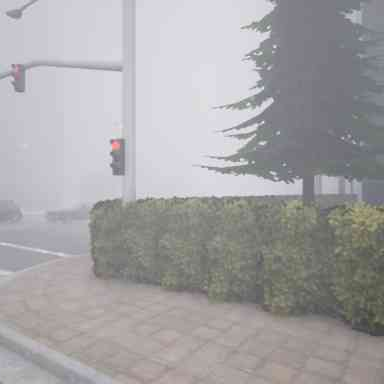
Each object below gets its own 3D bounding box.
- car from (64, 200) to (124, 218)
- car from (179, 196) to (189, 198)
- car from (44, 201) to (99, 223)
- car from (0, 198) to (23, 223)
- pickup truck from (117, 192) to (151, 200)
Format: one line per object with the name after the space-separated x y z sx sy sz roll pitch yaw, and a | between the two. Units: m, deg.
-9.025 1.551 31.141 2.033 1.411 5.357 0 0 35 | car
-1.249 1.356 42.169 2.097 1.767 4.553 0 0 35 | car
-8.745 1.604 25.455 1.895 1.301 4.718 0 0 35 | car
-14.558 1.356 23.427 2.097 1.767 4.553 0 0 37 | car
-9.453 1.064 53.156 6.274 2.098 2.390 0 0 -24 | pickup truck
